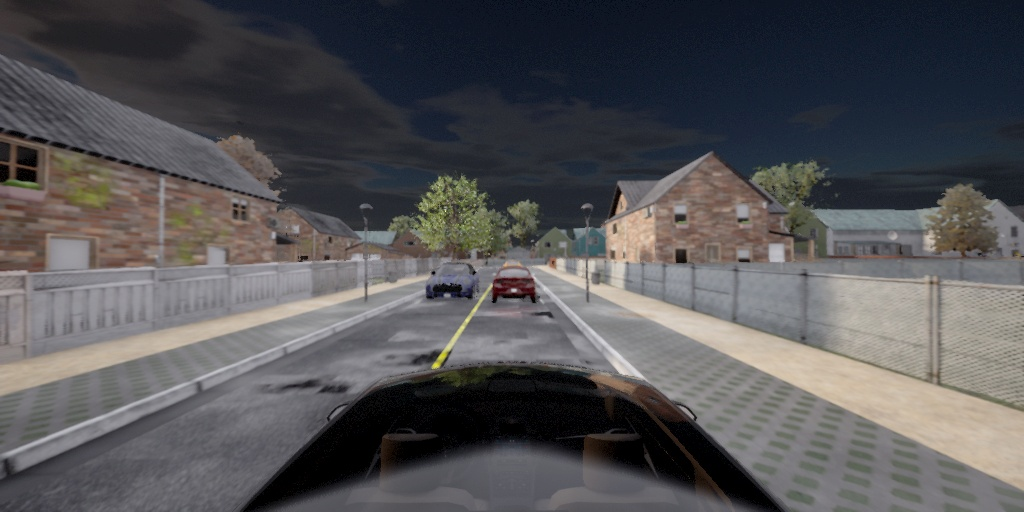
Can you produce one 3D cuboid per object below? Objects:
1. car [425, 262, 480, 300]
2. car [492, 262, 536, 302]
[{"bbox_3d":[-2.758,1.091,17.506,2.097,1.767,4.553,0,0,0],"label":"car"},{"bbox_3d":[0.084,1.214,16.880,1.882,1.535,5.008,0,0,0],"label":"car"}]
